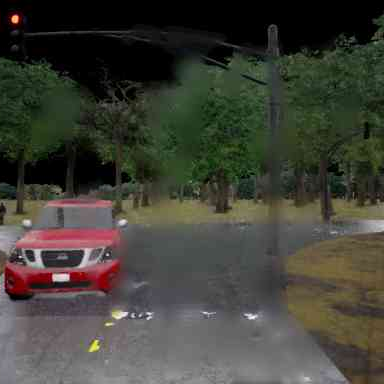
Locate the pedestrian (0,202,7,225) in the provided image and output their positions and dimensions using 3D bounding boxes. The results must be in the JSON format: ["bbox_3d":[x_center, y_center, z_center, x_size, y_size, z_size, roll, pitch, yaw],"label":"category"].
[{"bbox_3d":[-15.239,1.717,26.749,0.375,1.860,0.375,0,-1,0],"label":"pedestrian"}]

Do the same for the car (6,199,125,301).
[{"bbox_3d":[-2.958,1.226,8.833,2.150,2.045,5.566,1,0,-12],"label":"car"}]
